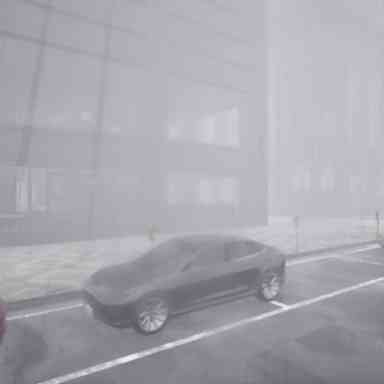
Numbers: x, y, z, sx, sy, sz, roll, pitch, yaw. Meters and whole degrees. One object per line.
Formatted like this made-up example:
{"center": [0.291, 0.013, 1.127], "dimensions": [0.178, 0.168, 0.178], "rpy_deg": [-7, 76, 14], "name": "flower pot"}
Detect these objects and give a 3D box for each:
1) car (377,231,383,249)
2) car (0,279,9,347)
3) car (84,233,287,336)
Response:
{"center": [9.100, 1.521, 13.139], "dimensions": [4.829, 1.417, 1.752], "rpy_deg": [0, 0, -35], "name": "car"}
{"center": [-4.484, 1.546, 3.449], "dimensions": [4.507, 1.381, 1.887], "rpy_deg": [0, 0, -35], "name": "car"}
{"center": [0.090, 1.565, 6.712], "dimensions": [4.313, 1.339, 1.947], "rpy_deg": [0, 0, -35], "name": "car"}
